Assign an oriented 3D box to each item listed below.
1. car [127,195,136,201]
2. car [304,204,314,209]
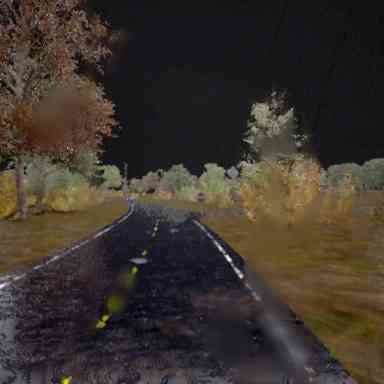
[{"bbox_3d":[-15.285,1.509,84.290,2.128,1.511,4.902,0,0,-16],"label":"car"},{"bbox_3d":[12.206,1.659,40.009,5.357,1.411,2.033,0,0,-26],"label":"car"}]
